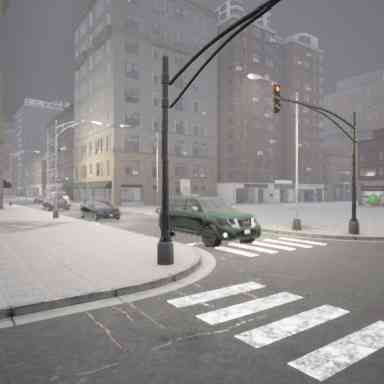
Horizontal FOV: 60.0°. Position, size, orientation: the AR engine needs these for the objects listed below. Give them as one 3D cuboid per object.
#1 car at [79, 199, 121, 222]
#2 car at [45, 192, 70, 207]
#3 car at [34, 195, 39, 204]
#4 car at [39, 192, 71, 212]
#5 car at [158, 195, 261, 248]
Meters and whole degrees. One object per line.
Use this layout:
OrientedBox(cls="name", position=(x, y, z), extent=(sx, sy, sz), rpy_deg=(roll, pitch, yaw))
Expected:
OrientedBox(cls="car", position=(-7.195, 1.359, 25.789), extent=(1.882, 1.535, 5.008), rpy_deg=(0, 1, -35))
OrientedBox(cls="car", position=(-19.532, 0.988, 48.135), extent=(2.150, 2.045, 5.566), rpy_deg=(0, 0, -36))
OrientedBox(cls="car", position=(-25.510, 1.269, 56.495), extent=(2.033, 1.411, 5.357), rpy_deg=(0, 0, -35))
OrientedBox(cls="car", position=(-14.939, 1.171, 36.648), extent=(2.097, 1.767, 4.553), rpy_deg=(0, 0, -35))
OrientedBox(cls="car", position=(0.518, 1.167, 14.980), extent=(2.150, 2.045, 5.566), rpy_deg=(0, 0, -36))
